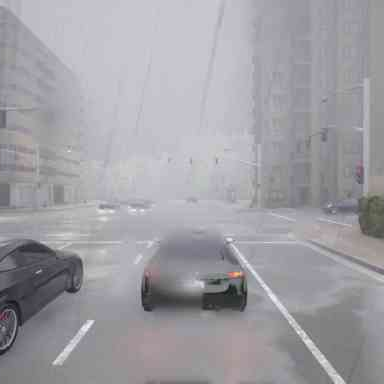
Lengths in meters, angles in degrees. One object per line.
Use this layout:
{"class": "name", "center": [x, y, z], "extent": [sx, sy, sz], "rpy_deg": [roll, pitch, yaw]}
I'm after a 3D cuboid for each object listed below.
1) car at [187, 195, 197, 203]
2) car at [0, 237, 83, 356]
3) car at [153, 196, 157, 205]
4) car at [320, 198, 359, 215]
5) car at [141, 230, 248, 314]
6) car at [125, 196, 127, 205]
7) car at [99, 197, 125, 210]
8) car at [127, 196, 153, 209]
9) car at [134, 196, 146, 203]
{"class": "car", "center": [-0.049, 1.352, 69.755], "extent": [2.097, 1.767, 4.553], "rpy_deg": [0, 0, 0]}
{"class": "car", "center": [-3.460, 1.526, 5.912], "extent": [1.812, 1.442, 4.674], "rpy_deg": [0, 0, 0]}
{"class": "car", "center": [-7.190, 1.507, 58.502], "extent": [1.837, 1.490, 4.892], "rpy_deg": [0, -1, 0]}
{"class": "car", "center": [15.512, 1.352, 33.754], "extent": [4.553, 1.767, 2.097], "rpy_deg": [0, 0, 1]}
{"class": "car", "center": [0.049, 1.564, 7.714], "extent": [1.994, 1.385, 4.181], "rpy_deg": [0, 0, 0]}
{"class": "car", "center": [-10.697, 1.506, 54.942], "extent": [1.837, 1.490, 4.892], "rpy_deg": [0, 0, 0]}
{"class": "car", "center": [-10.683, 1.548, 43.618], "extent": [2.033, 1.411, 5.357], "rpy_deg": [0, 0, 0]}
{"class": "car", "center": [-7.185, 1.548, 46.165], "extent": [2.033, 1.411, 5.357], "rpy_deg": [0, 0, 0]}
{"class": "car", "center": [-10.645, 1.501, 68.628], "extent": [1.812, 1.442, 4.674], "rpy_deg": [0, 0, 0]}
